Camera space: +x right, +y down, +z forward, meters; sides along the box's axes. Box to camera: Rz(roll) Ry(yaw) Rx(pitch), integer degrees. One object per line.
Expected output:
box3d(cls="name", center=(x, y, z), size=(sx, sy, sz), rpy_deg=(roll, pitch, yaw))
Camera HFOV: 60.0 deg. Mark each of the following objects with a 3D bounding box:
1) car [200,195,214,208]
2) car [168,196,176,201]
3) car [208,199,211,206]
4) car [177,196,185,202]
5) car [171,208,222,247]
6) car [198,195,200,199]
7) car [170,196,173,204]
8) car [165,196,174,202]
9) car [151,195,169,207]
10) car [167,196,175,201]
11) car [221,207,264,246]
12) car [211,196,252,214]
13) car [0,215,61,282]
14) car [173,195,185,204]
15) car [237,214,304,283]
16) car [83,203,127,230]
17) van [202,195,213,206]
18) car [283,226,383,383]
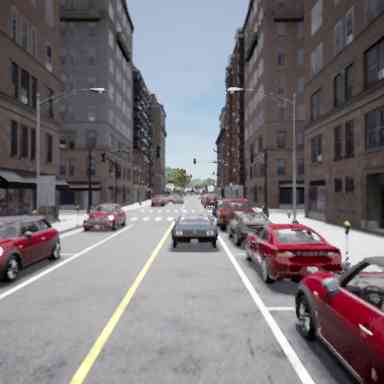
box3d(cls="car", center=(2.703, 1.407, 47.963), size=(2.192, 1.841, 5.009), rpy_deg=(0, 0, 0))
box3d(cls="car", center=(-5.398, 1.724, 91.992), size=(2.008, 1.369, 4.403), rpy_deg=(0, 0, 0))
box3d(cls="car", center=(4.045, 1.615, 31.701), size=(4.181, 1.385, 1.994), rpy_deg=(0, 0, -30))
box3d(cls="car", center=(-2.746, 1.640, 81.192), size=(1.837, 1.490, 4.892), rpy_deg=(0, 0, 0))
box3d(cls="car", center=(0.100, 1.631, 15.159), size=(1.895, 1.301, 4.718), rpy_deg=(0, 0, 0))
box3d(cls="car", center=(2.691, 1.438, 64.475), size=(2.192, 1.841, 5.009), rpy_deg=(0, 0, 0))
box3d(cls="car", center=(-5.410, 1.673, 64.474), size=(2.008, 1.369, 4.403), rpy_deg=(0, 0, 0))
box3d(cls="car", center=(-5.403, 1.697, 80.985), size=(1.887, 1.381, 4.507), rpy_deg=(0, 0, 0))
box3d(cls="car", center=(-5.416, 1.417, 53.467), size=(2.192, 1.841, 5.009), rpy_deg=(0, 0, 0))
box3d(cls="car", center=(-5.400, 1.708, 86.488), size=(1.887, 1.381, 4.507), rpy_deg=(0, 0, 0))
box3d(cls="car", center=(2.638, 1.581, 15.225), size=(2.008, 1.369, 4.403), rpy_deg=(0, 0, 0))
box3d(cls="car", center=(2.639, 1.356, 20.907), size=(2.192, 1.841, 5.009), rpy_deg=(0, 0, 0))
box3d(cls="car", center=(-5.387, 1.459, 9.543), size=(1.967, 1.590, 4.097), rpy_deg=(0, 0, 0))
box3d(cls="car", center=(-2.758, 1.478, 65.983), size=(2.097, 1.767, 4.553), rpy_deg=(0, 0, 0))
box3d(cls="car", center=(2.638, 1.564, 9.543), size=(1.887, 1.381, 4.507), rpy_deg=(0, 0, 0))
box3d(cls="car", center=(-5.386, 1.481, 20.907), size=(1.967, 1.590, 4.097), rpy_deg=(0, 0, 0))
box3d(cls="van", center=(2.695, 1.454, 58.971), size=(1.690, 1.788, 3.998), rpy_deg=(0, 0, 0))
box3d(cls="car", center=(2.638, 1.448, 3.861), size=(1.967, 1.590, 4.097), rpy_deg=(0, 0, 0))
